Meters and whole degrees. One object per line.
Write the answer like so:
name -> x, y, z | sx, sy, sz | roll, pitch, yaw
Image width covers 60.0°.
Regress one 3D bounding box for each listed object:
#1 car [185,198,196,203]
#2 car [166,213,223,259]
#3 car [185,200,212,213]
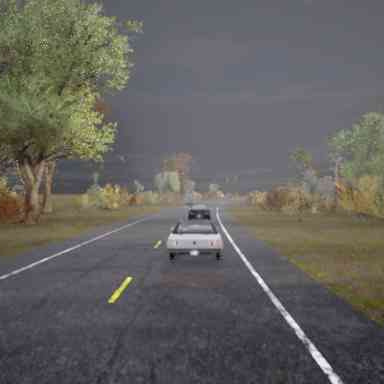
car -> -0.093, 2.023, 65.662 | 2.097, 1.767, 4.553 | 0, -1, 6
car -> 0.151, 1.744, 13.167 | 1.895, 1.301, 4.718 | 0, -1, 2
car -> 0.703, 1.786, 29.108 | 1.882, 1.535, 5.008 | 0, 0, 3
